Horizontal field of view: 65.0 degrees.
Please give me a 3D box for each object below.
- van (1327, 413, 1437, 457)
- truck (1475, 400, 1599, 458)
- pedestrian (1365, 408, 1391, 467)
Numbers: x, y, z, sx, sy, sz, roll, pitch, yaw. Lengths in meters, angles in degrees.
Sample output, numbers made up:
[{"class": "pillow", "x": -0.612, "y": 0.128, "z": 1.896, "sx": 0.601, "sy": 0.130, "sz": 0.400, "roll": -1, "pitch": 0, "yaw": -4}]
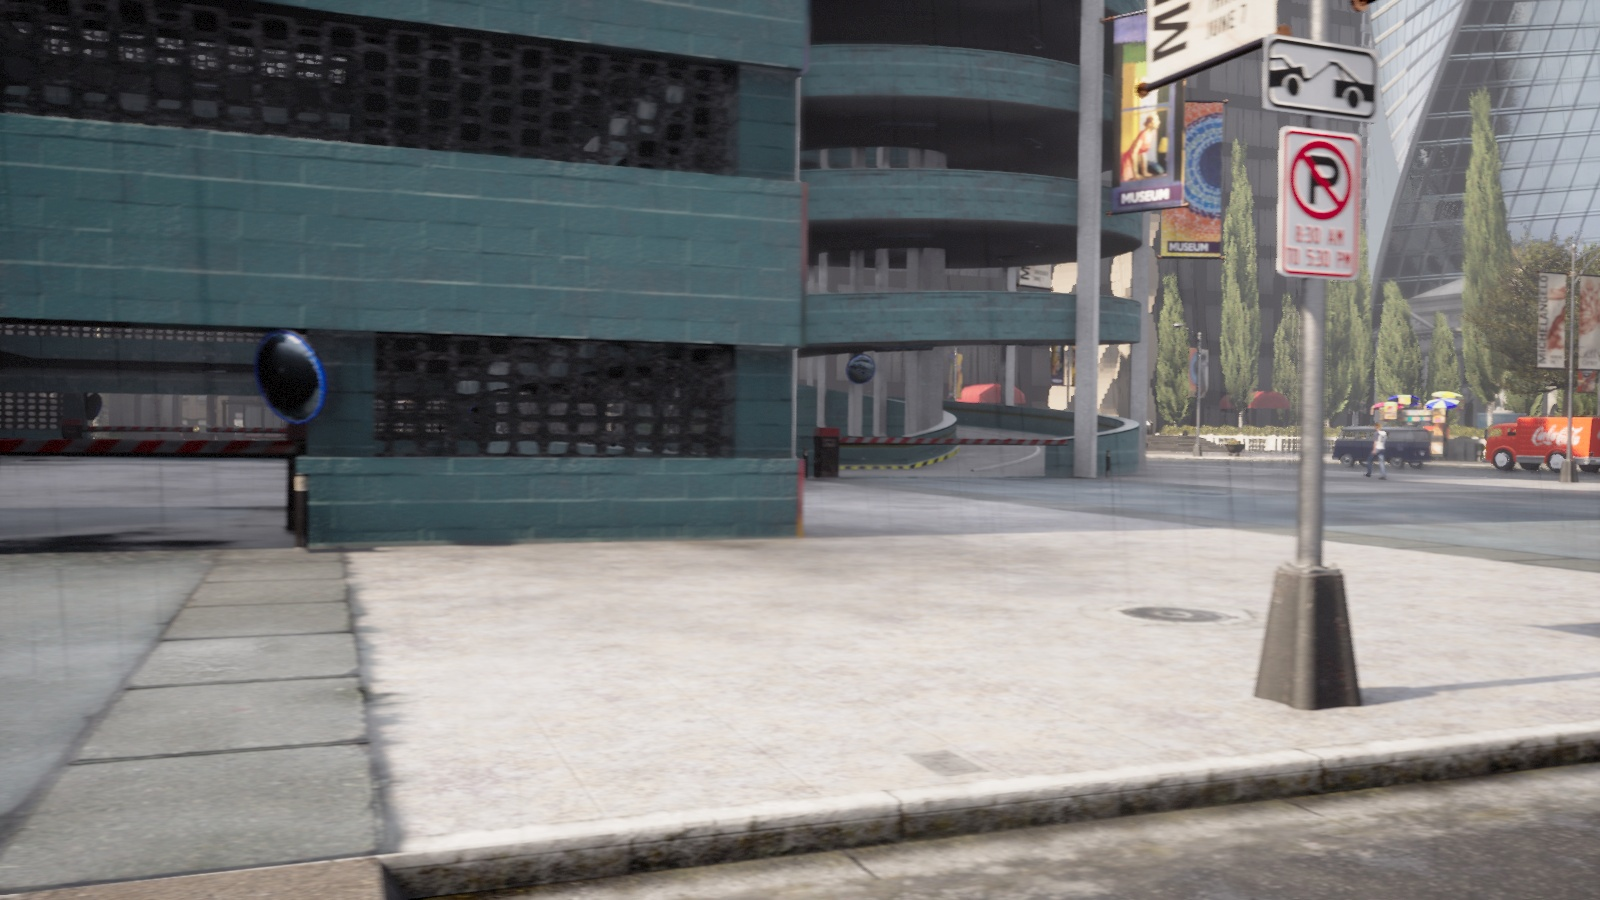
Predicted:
[{"class": "van", "x": 27.613, "y": -0.725, "z": 59.705, "sx": 1.775, "sy": 1.987, "sz": 4.442, "roll": -1, "pitch": 1, "yaw": -33}, {"class": "truck", "x": 33.625, "y": -0.959, "z": 56.465, "sx": 2.627, "sy": 2.467, "sz": 5.204, "roll": -1, "pitch": 1, "yaw": -26}, {"class": "pedestrian", "x": 18.292, "y": -0.393, "z": 39.727, "sx": 0.354, "sy": 1.836, "sz": 0.706, "roll": -1, "pitch": 1, "yaw": -22}]
